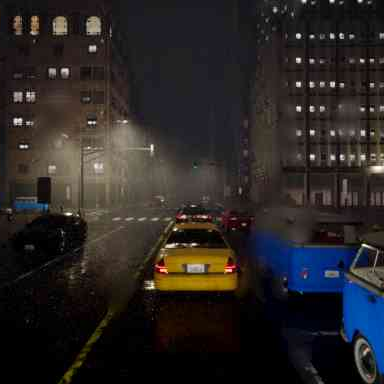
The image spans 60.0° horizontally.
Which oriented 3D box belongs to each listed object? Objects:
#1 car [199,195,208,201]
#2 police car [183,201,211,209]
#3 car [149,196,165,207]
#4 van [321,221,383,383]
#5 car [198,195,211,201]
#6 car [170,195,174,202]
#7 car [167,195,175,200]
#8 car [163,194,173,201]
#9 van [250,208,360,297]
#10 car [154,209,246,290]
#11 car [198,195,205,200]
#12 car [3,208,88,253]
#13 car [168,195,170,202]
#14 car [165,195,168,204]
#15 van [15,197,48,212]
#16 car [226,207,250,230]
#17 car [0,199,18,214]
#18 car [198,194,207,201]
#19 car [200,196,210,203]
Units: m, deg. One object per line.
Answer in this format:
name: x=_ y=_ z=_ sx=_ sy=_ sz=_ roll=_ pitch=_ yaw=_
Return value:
car: x=2.673 y=1.510 z=80.111 sx=2.008 sy=1.369 sz=4.403 roll=1 pitch=0 yaw=0
police car: x=0.095 y=1.502 z=19.708 sx=2.038 sy=1.542 sz=4.974 roll=0 pitch=0 yaw=0
car: x=-5.698 y=1.572 z=51.852 sx=1.802 sy=1.307 sz=4.206 roll=1 pitch=0 yaw=0
van: x=2.702 y=1.342 z=2.680 sx=1.690 sy=1.788 sz=3.998 roll=1 pitch=0 yaw=0
car: x=2.679 y=1.529 z=63.157 sx=2.008 sy=1.369 sz=4.403 roll=1 pitch=0 yaw=0
car: x=-5.705 y=1.516 z=74.458 sx=2.008 sy=1.369 sz=4.403 roll=1 pitch=0 yaw=0
car: x=-5.710 y=1.472 z=91.243 sx=1.752 sy=1.417 sz=4.829 roll=1 pitch=0 yaw=0
car: x=-5.705 y=1.400 z=80.109 sx=1.967 sy=1.590 sz=4.097 roll=1 pitch=0 yaw=0
van: x=2.700 y=1.343 z=8.257 sx=1.690 sy=1.788 sz=3.998 roll=1 pitch=0 yaw=0
car: x=0.093 y=1.458 z=9.016 sx=1.801 sy=1.575 sz=5.366 roll=0 pitch=0 yaw=0
car: x=2.670 y=1.472 z=91.585 sx=1.752 sy=1.417 sz=4.829 roll=1 pitch=0 yaw=0
car: x=-5.685 y=1.567 z=13.837 sx=1.947 sy=1.339 sz=4.313 roll=1 pitch=0 yaw=0
car: x=-5.701 y=1.560 z=63.155 sx=1.802 sy=1.307 sz=4.206 roll=1 pitch=0 yaw=0
car: x=-5.697 y=1.424 z=57.505 sx=1.967 sy=1.590 sz=4.097 roll=1 pitch=0 yaw=0
van: x=-19.749 y=1.525 z=40.717 sx=3.998 sy=1.788 sz=1.690 roll=0 pitch=0 yaw=1
car: x=2.694 y=1.545 z=19.410 sx=1.887 sy=1.381 sz=4.507 roll=1 pitch=0 yaw=0
car: x=-19.855 y=1.620 z=32.336 sx=4.403 sy=1.369 sz=2.008 roll=0 pitch=0 yaw=1
car: x=2.673 y=1.393 z=85.763 sx=1.967 sy=1.590 sz=4.097 roll=1 pitch=0 yaw=0
car: x=2.677 y=1.517 z=68.808 sx=1.887 sy=1.381 sz=4.507 roll=1 pitch=0 yaw=0
